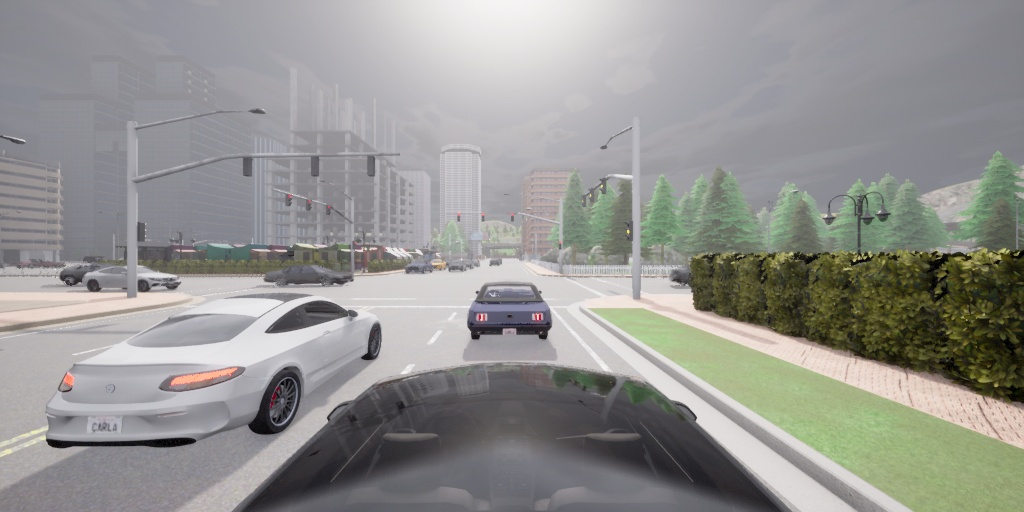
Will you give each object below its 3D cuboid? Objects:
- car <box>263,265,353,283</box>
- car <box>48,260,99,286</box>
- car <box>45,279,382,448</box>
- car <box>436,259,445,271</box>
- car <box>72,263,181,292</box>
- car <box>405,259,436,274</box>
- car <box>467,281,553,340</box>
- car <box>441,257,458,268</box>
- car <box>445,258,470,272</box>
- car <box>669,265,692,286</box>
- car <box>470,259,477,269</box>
[{"bbox_3d":[-13.551,1.297,24.015,5.357,1.411,2.033,0,0,2],"label":"car"},{"bbox_3d":[-27.620,1.241,24.394,4.902,1.511,2.128,0,0,2],"label":"car"},{"bbox_3d":[-3.505,1.276,5.362,1.812,1.442,4.674,0,0,-1],"label":"car"},{"bbox_3d":[-10.566,1.228,50.524,1.882,1.535,5.008,0,0,0],"label":"car"},{"bbox_3d":[-21.967,1.276,20.758,4.674,1.442,1.812,0,0,2],"label":"car"},{"bbox_3d":[-10.713,1.102,41.561,2.097,1.767,4.553,0,0,3],"label":"car"},{"bbox_3d":[-0.089,1.351,9.969,1.895,1.301,4.718,0,0,-1],"label":"car"},{"bbox_3d":[-10.529,1.102,60.594,2.097,1.767,4.553,0,0,0],"label":"car"},{"bbox_3d":[-7.075,1.255,46.901,1.837,1.490,4.892,0,0,0],"label":"car"},{"bbox_3d":[12.844,1.255,23.302,4.892,1.490,1.837,0,0,2],"label":"car"},{"bbox_3d":[-7.052,1.255,56.011,1.837,1.490,4.892,0,0,0],"label":"car"}]
